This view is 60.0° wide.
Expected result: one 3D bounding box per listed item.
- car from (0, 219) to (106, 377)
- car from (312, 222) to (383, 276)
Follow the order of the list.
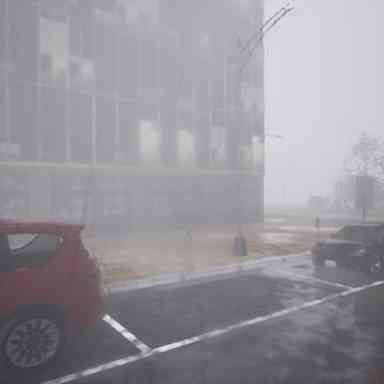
[{"bbox_3d":[-3.568,1.309,4.029,5.009,1.841,2.192,1,-1,-35],"label":"car"},{"bbox_3d":[5.672,1.656,10.614,4.313,1.339,1.947,1,-1,-35],"label":"car"}]
